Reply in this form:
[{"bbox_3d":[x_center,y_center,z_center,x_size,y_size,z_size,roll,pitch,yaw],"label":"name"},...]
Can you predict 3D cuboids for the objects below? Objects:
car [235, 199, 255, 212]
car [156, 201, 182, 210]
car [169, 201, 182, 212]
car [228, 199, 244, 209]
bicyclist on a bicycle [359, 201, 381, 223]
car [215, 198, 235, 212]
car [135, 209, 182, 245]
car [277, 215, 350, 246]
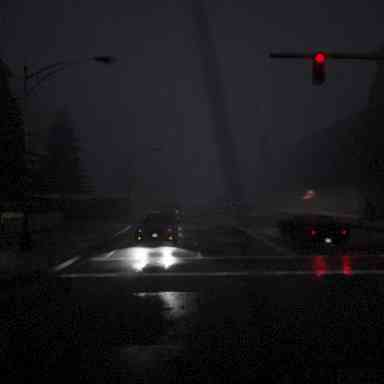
[{"bbox_3d":[8.060,2.062,49.364,1.882,1.535,5.008,-1,-1,-1],"label":"car"},{"bbox_3d":[-2.021,1.775,29.339,2.097,1.767,4.553,-1,-1,-2],"label":"car"},{"bbox_3d":[-2.574,2.205,51.591,1.882,1.535,5.008,-1,-1,-1],"label":"car"},{"bbox_3d":[7.724,2.072,59.239,2.097,1.767,4.553,-1,-1,-2],"label":"car"},{"bbox_3d":[13.102,1.497,24.549,1.656,1.620,0.582,-1,-1,-2],"label":"bicyclist on a bicycle"},{"bbox_3d":[4.579,1.831,48.524,2.150,2.045,5.566,-1,-1,1],"label":"car"},{"bbox_3d":[-1.689,1.818,17.071,1.994,1.385,4.181,-1,-1,0],"label":"car"},{"bbox_3d":[5.623,1.764,16.144,1.895,1.301,4.718,-1,-1,-2],"label":"car"}]
